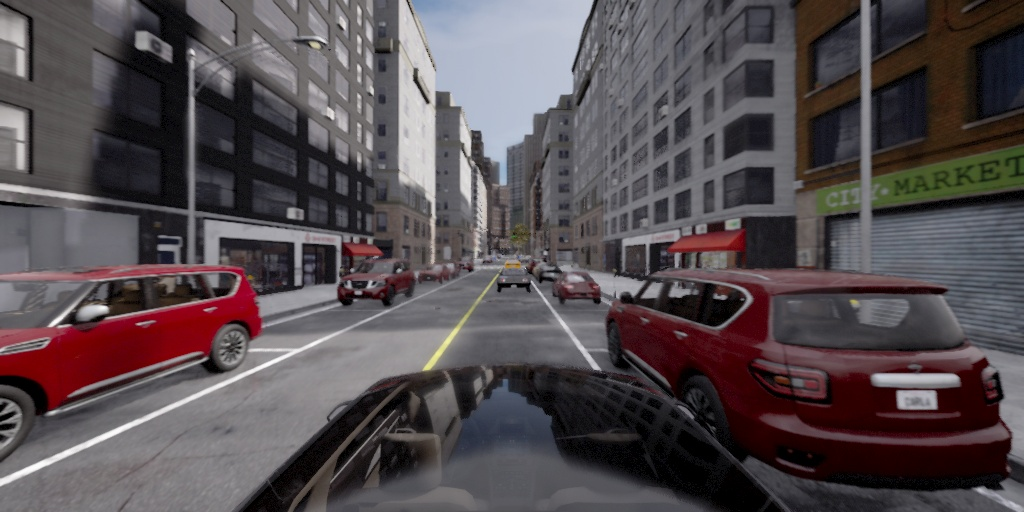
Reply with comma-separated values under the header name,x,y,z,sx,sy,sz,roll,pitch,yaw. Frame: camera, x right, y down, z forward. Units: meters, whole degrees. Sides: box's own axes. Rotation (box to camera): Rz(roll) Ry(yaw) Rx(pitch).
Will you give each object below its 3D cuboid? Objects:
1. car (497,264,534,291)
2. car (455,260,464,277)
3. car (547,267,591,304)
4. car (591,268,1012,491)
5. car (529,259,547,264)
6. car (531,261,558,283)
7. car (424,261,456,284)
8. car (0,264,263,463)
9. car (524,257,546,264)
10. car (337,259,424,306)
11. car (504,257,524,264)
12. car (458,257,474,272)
name,x,y,z,sx,sy,sz,roll,pitch,yaw
car,0.102,1.341,21.519,1.895,1.301,4.718,0,0,0
car,-5.760,1.306,32.608,1.802,1.307,4.207,0,0,0
car,2.764,1.326,15.942,1.802,1.307,4.207,0,0,0
car,2.764,1.064,4.838,2.192,1.841,5.009,0,0,0
car,2.765,1.249,32.771,1.751,1.417,4.829,0,0,0
car,2.764,1.301,27.049,1.948,1.339,4.313,0,0,0
car,-5.761,1.280,27.056,1.888,1.381,4.507,0,0,0
car,-5.762,1.063,4.843,2.192,1.841,5.009,0,0,0
car,2.765,1.026,38.155,2.192,1.841,5.009,0,0,0
car,-5.761,1.059,15.948,2.192,1.841,5.009,0,0,0
car,0.103,1.174,43.228,1.882,1.535,5.008,0,0,0
car,-5.760,1.009,43.714,2.192,1.841,5.009,0,0,0
